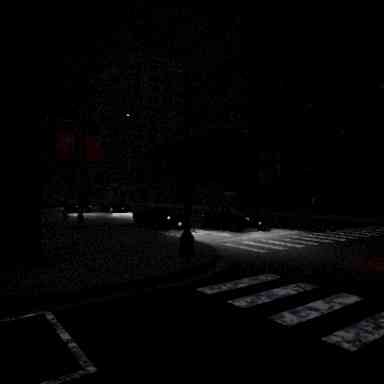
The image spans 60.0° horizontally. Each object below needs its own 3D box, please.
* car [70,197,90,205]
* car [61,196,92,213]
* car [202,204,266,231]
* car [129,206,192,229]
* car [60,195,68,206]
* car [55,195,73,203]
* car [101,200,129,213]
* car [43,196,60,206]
[{"bbox_3d":[-19.053,1.510,56.598,1.895,1.301,4.718,0,0,-36],"label":"car"},{"bbox_3d":[-12.295,1.475,35.762,1.812,1.442,4.674,0,0,-36],"label":"car"},{"bbox_3d":[2.474,1.502,20.838,1.812,1.442,4.674,0,0,-37],"label":"car"},{"bbox_3d":[-2.006,1.577,21.437,1.895,1.301,4.718,0,0,-36],"label":"car"},{"bbox_3d":[-18.718,1.483,50.391,1.837,1.490,4.892,0,0,-36],"label":"car"},{"bbox_3d":[-25.126,1.380,65.027,2.128,1.511,4.902,0,0,-36],"label":"car"},{"bbox_3d":[-8.234,1.513,35.669,1.994,1.385,4.181,0,0,-36],"label":"car"},{"bbox_3d":[-21.356,1.080,48.493,2.033,1.411,5.357,0,0,-36],"label":"car"}]
